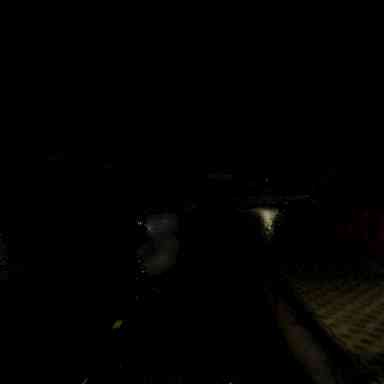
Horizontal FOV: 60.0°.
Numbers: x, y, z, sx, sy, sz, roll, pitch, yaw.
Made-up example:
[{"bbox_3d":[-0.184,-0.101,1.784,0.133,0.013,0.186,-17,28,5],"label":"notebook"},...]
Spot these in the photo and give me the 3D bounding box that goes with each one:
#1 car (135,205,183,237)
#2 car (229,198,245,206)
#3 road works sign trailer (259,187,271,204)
[{"bbox_3d":[-1.680,1.499,18.152,2.128,1.511,4.902,0,0,6],"label":"car"},{"bbox_3d":[8.078,1.718,59.030,2.033,1.411,5.357,0,0,21],"label":"car"},{"bbox_3d":[15.489,0.682,69.972,2.380,3.560,2.880,0,-1,26],"label":"road works sign trailer"}]
